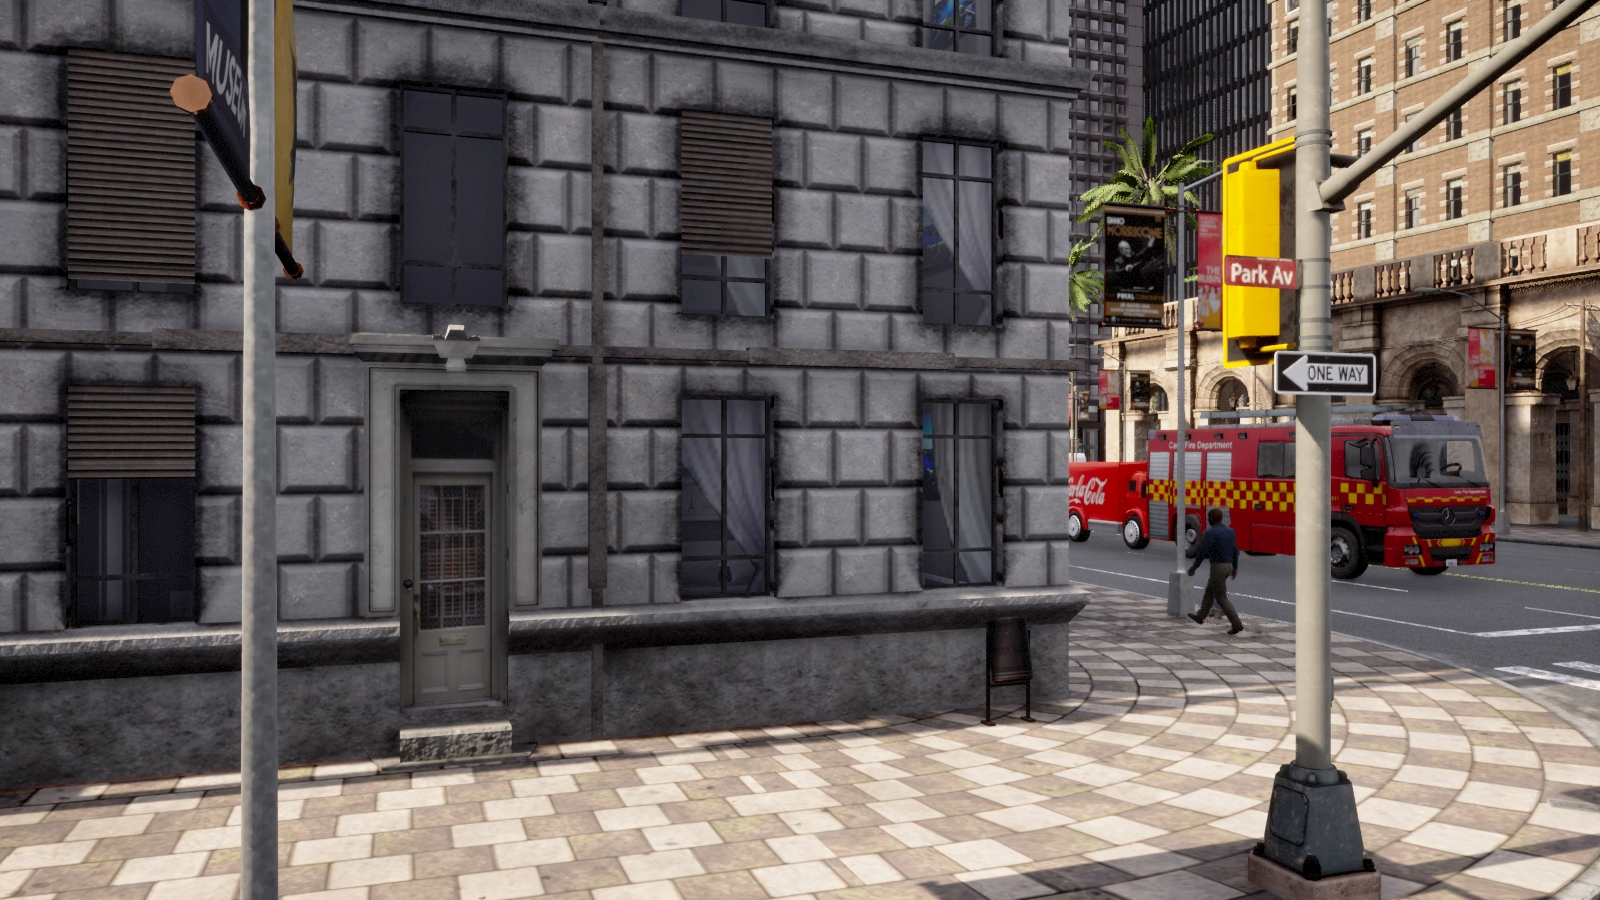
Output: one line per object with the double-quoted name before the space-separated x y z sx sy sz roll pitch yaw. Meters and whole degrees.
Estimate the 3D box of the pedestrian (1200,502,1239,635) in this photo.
"pedestrian" 6.048 1.699 16.475 0.375 1.860 0.375 0 0 -27

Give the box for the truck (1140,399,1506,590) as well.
"truck" 11.966 0.892 27.385 2.891 3.827 8.468 0 0 -19
